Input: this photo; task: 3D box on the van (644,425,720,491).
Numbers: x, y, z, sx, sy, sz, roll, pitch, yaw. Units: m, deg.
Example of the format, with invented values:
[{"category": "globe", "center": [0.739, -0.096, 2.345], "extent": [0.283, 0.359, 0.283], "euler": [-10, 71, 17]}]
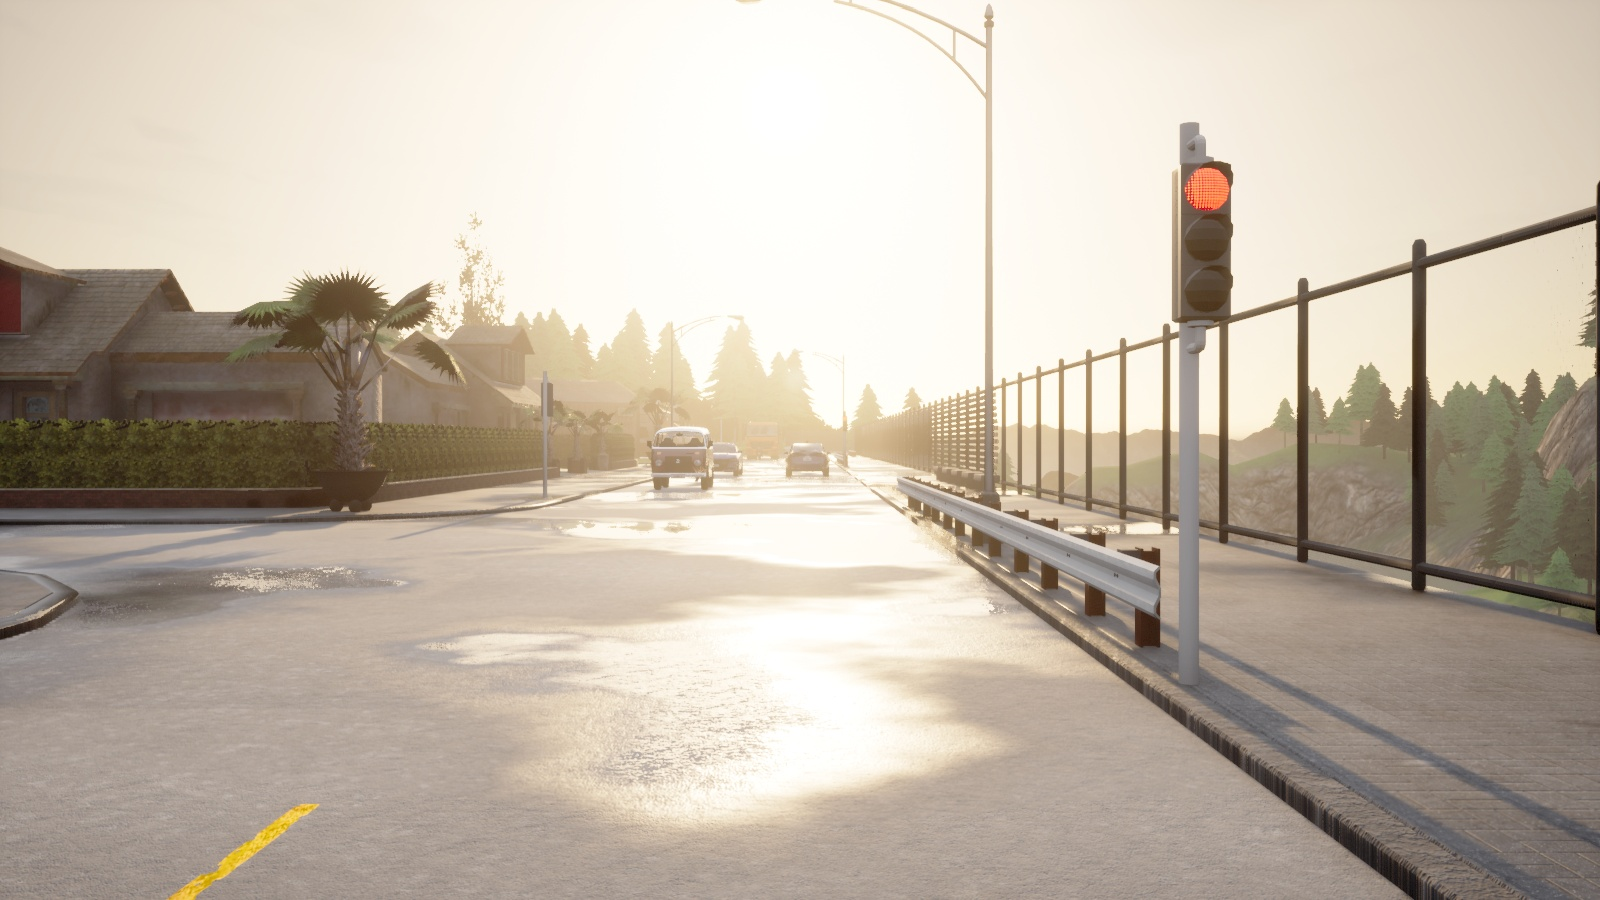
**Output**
[{"category": "van", "center": [-3.779, 0.236, 40.949], "extent": [2.069, 2.038, 4.480], "euler": [0, 0, 0]}]

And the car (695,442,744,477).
[{"category": "car", "center": [-3.659, 0.396, 57.693], "extent": [1.882, 1.535, 5.008], "euler": [0, 0, 0]}]

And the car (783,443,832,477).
[{"category": "car", "center": [0.337, 0.424, 57.103], "extent": [2.163, 1.488, 4.792], "euler": [0, 0, 0]}]
